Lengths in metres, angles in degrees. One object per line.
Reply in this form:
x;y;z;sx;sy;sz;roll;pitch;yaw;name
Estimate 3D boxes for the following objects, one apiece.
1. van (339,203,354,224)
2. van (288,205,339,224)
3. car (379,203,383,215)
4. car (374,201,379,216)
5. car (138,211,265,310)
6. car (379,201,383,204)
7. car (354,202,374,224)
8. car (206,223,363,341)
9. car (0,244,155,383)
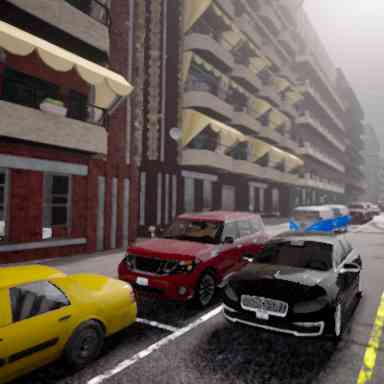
9.535;1.787;22.504;1.690;1.788;3.998;1;0;33;van
6.496;1.690;17.882;1.690;1.788;3.998;1;0;33;van
24.725;2.519;45.601;1.947;1.339;4.313;1;0;33;car
18.652;2.061;36.362;2.192;1.841;5.009;1;0;33;car
0.420;1.477;8.645;2.192;1.841;5.009;1;0;33;car
33.846;2.593;59.460;2.192;1.841;5.009;1;-1;33;car
15.614;1.960;31.743;2.192;1.841;5.009;1;0;33;car
2.384;1.642;7.008;1.837;1.490;4.892;-1;-1;33;car
-2.718;1.593;3.882;1.752;1.417;4.829;1;0;33;car
